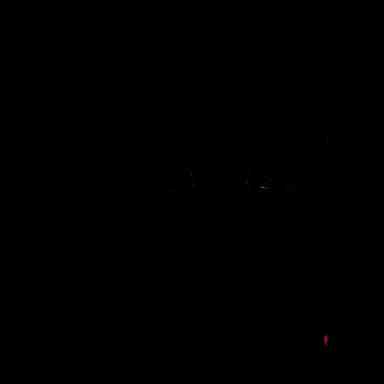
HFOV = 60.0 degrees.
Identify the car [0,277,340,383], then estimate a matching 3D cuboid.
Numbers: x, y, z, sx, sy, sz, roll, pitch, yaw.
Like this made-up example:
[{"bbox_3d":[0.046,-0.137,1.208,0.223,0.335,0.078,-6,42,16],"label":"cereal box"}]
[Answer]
[{"bbox_3d":[-0.998,1.547,2.666,5.357,1.411,2.033,0,0,-36],"label":"car"}]
